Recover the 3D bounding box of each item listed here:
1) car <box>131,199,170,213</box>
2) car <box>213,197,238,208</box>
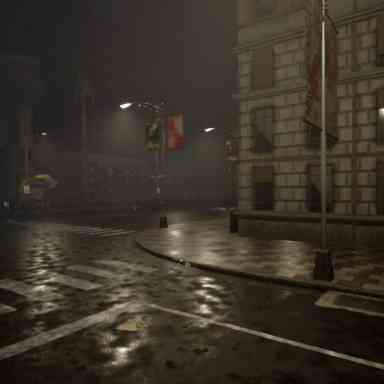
[{"bbox_3d":[-4.488,1.492,36.470,2.128,1.511,4.902,0,0,36],"label":"car"},{"bbox_3d":[5.091,1.525,48.838,1.812,1.442,4.674,0,0,42],"label":"car"}]
